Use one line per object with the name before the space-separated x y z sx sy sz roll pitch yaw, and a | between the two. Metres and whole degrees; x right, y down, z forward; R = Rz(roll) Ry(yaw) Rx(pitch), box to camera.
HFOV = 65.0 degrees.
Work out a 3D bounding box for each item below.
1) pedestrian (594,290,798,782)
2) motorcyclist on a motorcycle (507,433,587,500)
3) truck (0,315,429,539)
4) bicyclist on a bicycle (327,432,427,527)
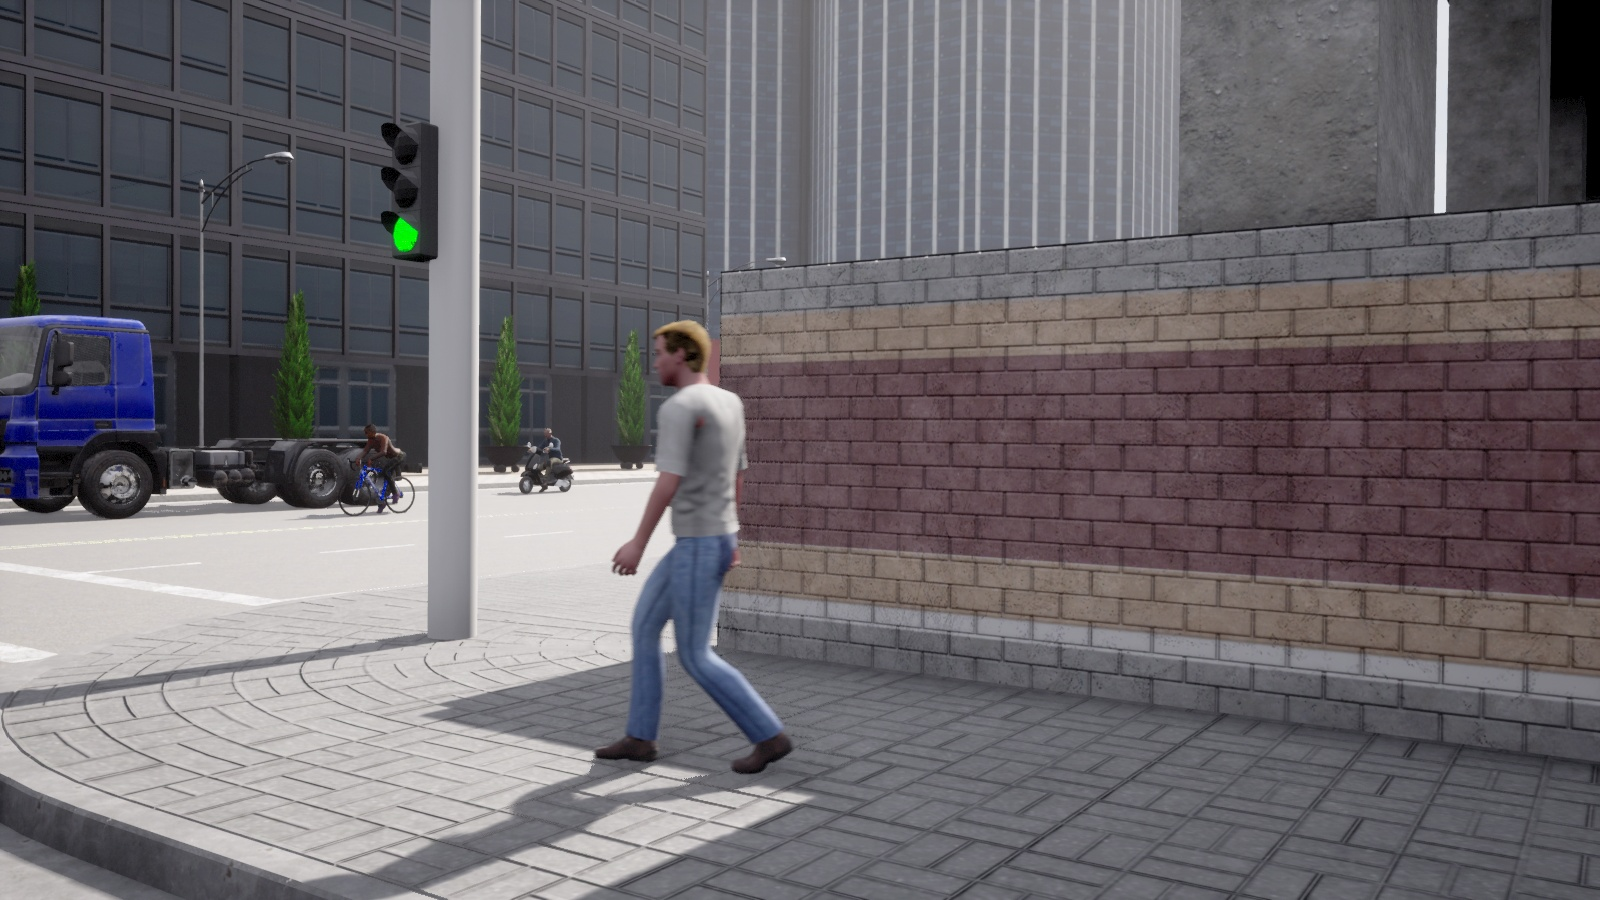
pedestrian | -0.402 0.323 4.942 0.706 1.836 0.354 0 1 13
motorcyclist on a motorcycle | -6.189 0.376 30.776 0.866 1.590 1.817 0 1 34
truck | -11.092 -0.415 23.453 2.891 3.462 7.936 0 1 34
bicyclist on a bicycle | -7.542 0.501 22.464 0.582 1.620 1.656 0 1 34
